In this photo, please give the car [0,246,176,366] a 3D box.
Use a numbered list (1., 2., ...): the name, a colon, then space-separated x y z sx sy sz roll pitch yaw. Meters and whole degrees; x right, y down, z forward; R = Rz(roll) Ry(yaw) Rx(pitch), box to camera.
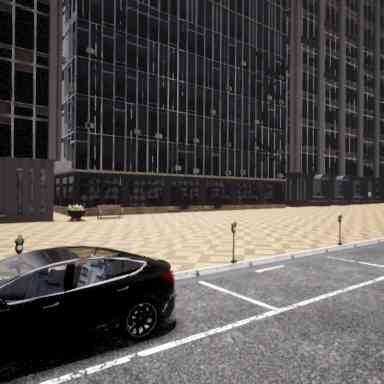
1. car: -2.258 1.566 4.941 4.313 1.339 1.947 0 1 -36
